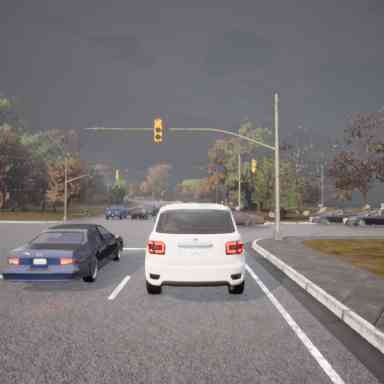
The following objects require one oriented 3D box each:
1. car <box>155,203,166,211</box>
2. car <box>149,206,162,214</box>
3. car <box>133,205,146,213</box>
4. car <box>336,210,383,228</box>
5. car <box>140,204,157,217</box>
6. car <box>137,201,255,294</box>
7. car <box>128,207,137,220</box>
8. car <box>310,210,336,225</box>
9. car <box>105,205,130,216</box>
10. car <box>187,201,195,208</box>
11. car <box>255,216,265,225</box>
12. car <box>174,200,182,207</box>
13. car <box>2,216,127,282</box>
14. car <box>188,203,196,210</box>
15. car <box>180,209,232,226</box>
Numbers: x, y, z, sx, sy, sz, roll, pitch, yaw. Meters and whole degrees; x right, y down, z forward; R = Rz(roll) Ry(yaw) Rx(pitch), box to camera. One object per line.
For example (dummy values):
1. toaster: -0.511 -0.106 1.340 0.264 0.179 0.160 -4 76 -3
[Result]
1. car: -7.057 3.364 75.885 2.033 1.411 5.357 0 0 0
2. car: -7.089 3.467 65.188 1.895 1.301 4.718 0 0 0
3. car: -10.561 3.465 67.671 1.895 1.301 4.718 0 0 0
4. car: 15.807 2.331 29.225 4.902 1.511 2.128 0 -3 -2
5. car: -7.132 2.995 55.266 2.150 2.045 5.566 0 -1 0
6. car: 0.076 1.318 9.125 2.150 2.045 5.566 0 -1 0
7. car: -7.121 3.133 45.738 1.895 1.301 4.718 0 -2 -1
8. car: 14.103 2.484 32.662 4.902 1.511 2.128 0 -3 -2
9. car: -10.643 2.798 47.095 2.150 2.045 5.566 0 -2 -2
10. car: -0.184 3.267 87.743 1.837 1.490 4.892 0 0 -3
11. car: 3.581 2.377 29.008 5.357 1.411 2.033 0 -3 0
12. car: -3.660 3.074 87.387 1.882 1.535 5.008 0 0 -3
13. car: -3.425 1.662 9.977 2.033 1.411 5.357 0 -1 0
14. car: -0.059 3.315 77.591 1.837 1.490 4.892 0 0 0
15. car: 1.302 2.480 32.539 4.902 1.511 2.128 0 -2 1
